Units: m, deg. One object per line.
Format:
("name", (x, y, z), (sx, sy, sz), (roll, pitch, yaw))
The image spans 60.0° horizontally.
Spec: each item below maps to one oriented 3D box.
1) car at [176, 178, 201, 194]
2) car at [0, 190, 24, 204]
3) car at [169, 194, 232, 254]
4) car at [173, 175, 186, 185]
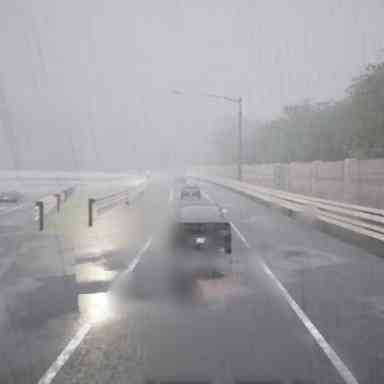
("car", (-0.189, -0.236, 32.255), (2.128, 1.511, 4.902), (0, 5, -3))
("car", (-18.881, 0.498, 34.596), (1.994, 1.385, 4.181), (-1, 2, -18))
("car", (0.252, 1.067, 11.666), (1.882, 1.535, 5.008), (0, 3, 0))
("car", (-2.030, -2.061, 55.878), (1.837, 1.490, 4.892), (0, 5, -6))
